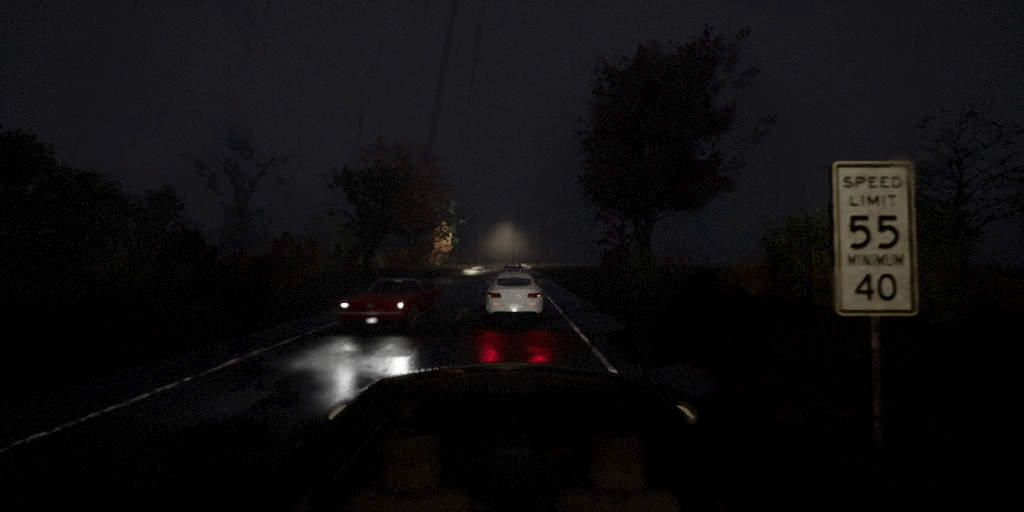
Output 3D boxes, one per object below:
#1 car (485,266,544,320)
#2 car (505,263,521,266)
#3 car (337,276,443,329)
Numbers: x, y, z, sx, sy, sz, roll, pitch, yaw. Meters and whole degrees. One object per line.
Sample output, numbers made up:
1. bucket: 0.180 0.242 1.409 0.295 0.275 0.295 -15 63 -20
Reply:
1. car: 0.077 1.265 12.497 1.812 1.442 4.674 0 0 0
2. car: 0.103 1.351 34.409 1.895 1.301 4.718 0 0 0
3. car: -3.570 1.341 11.352 1.895 1.301 4.718 0 0 0
